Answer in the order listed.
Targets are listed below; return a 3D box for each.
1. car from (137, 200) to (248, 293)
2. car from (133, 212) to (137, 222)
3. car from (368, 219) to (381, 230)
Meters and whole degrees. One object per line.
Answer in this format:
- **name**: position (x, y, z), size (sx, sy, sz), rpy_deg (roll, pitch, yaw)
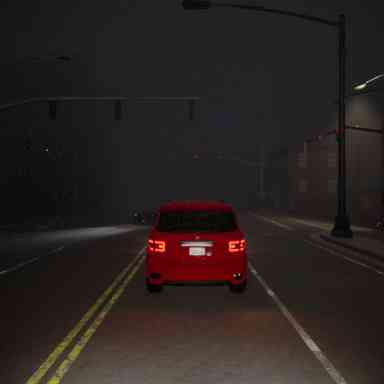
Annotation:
- **car**: position (0.093, 1.221, 9.010), size (2.150, 2.045, 5.566), rpy_deg (0, 0, 0)
- **car**: position (-2.001, 1.578, 23.741), size (1.895, 1.301, 4.718), rpy_deg (0, 0, 33)
- **car**: position (18.311, 2.932, 29.595), size (4.892, 1.490, 1.837), rpy_deg (9, 0, 0)
